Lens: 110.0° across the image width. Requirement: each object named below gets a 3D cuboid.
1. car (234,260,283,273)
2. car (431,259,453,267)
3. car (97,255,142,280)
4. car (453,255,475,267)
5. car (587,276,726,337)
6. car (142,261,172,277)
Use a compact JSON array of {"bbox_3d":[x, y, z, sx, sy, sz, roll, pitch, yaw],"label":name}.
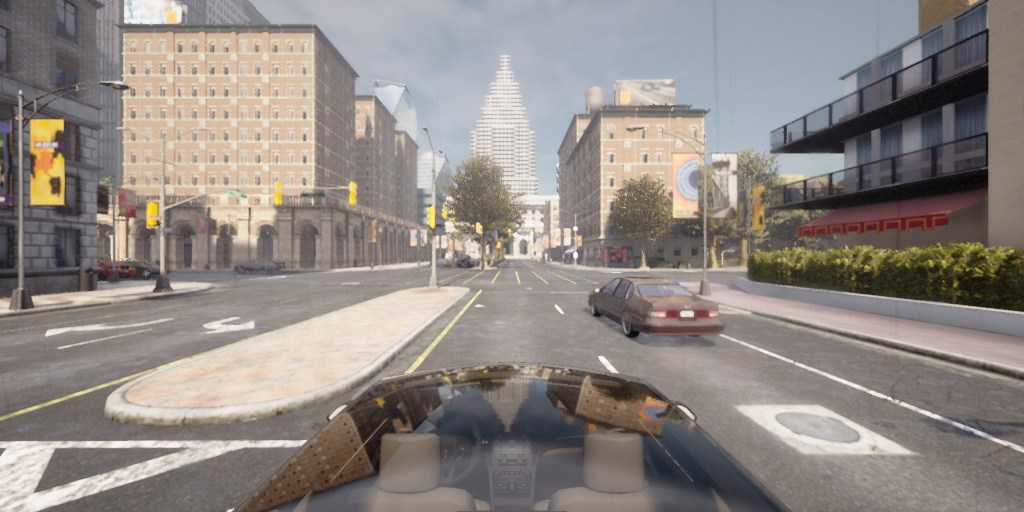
[{"bbox_3d":[-28.588,1.166,40.426,4.902,1.511,2.128,0,0,0],"label":"car"},{"bbox_3d":[-11.594,1.182,60.680,2.033,1.411,5.357,0,0,0],"label":"car"},{"bbox_3d":[-34.722,0.913,29.689,5.566,2.045,2.150,1,0,0],"label":"car"},{"bbox_3d":[-8.098,0.854,61.090,2.150,2.045,5.566,0,0,0],"label":"car"},{"bbox_3d":[3.628,1.281,10.163,2.033,1.411,5.357,0,0,-3],"label":"car"},{"bbox_3d":[-34.487,1.193,33.210,4.892,1.490,1.837,0,0,0],"label":"car"}]
